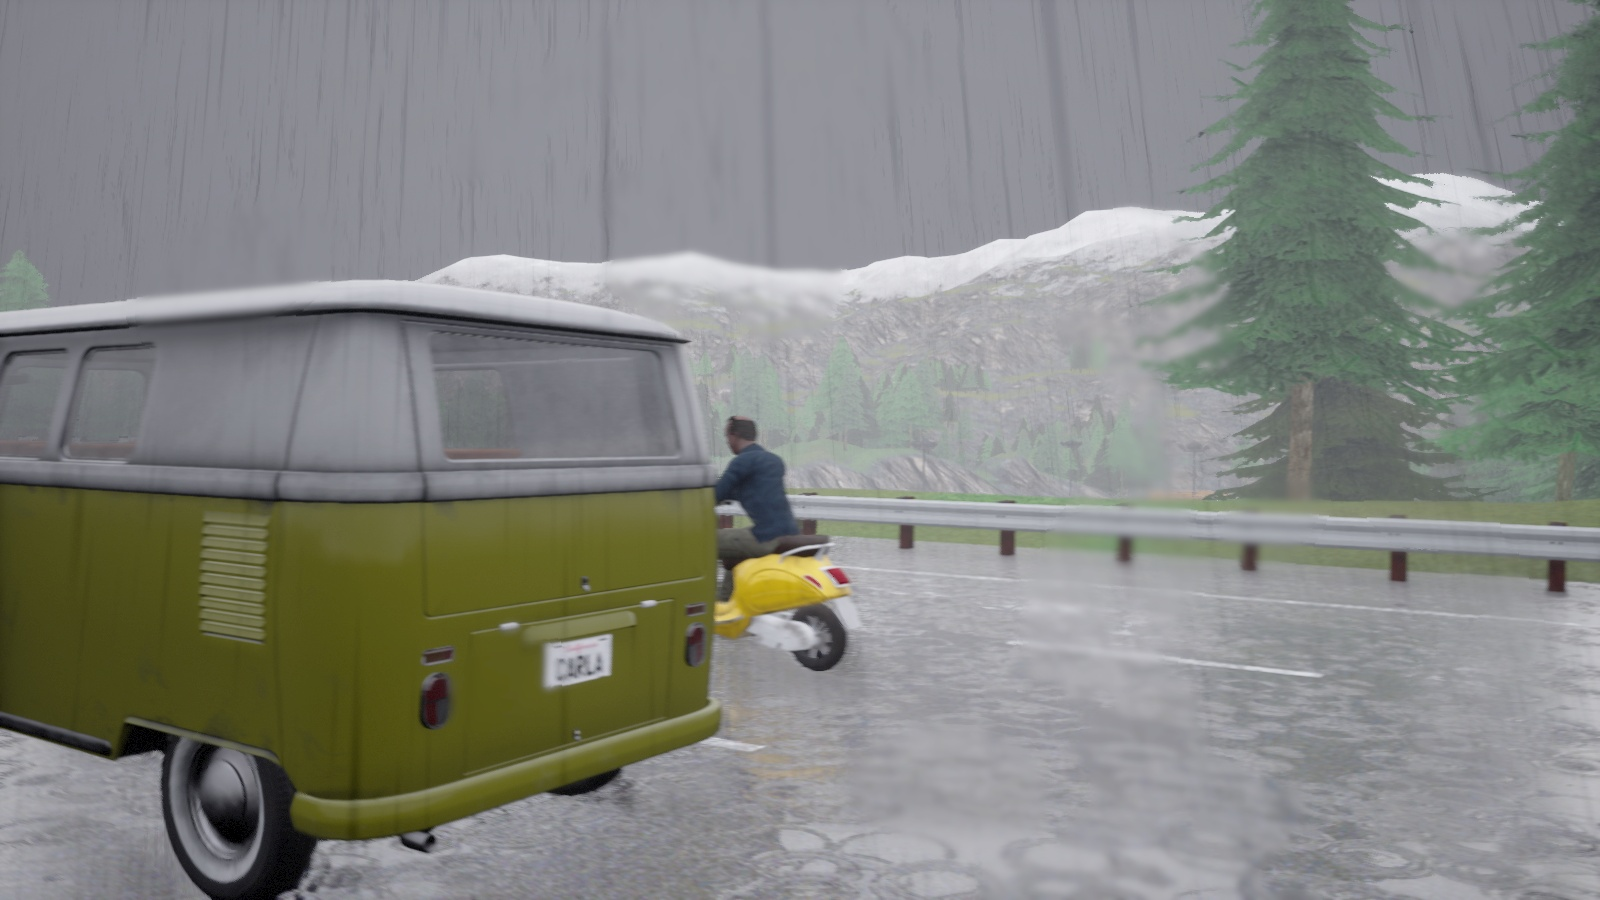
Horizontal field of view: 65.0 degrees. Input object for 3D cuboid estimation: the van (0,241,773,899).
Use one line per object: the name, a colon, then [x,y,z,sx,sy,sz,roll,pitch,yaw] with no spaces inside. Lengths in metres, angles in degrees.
van: [-2.451,0.435,5.247,4.442,1.987,1.775,0,1,34]

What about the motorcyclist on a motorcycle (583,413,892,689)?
motorcyclist on a motorcycle: [-0.421,0.578,8.104,1.817,1.590,0.866,0,1,34]
